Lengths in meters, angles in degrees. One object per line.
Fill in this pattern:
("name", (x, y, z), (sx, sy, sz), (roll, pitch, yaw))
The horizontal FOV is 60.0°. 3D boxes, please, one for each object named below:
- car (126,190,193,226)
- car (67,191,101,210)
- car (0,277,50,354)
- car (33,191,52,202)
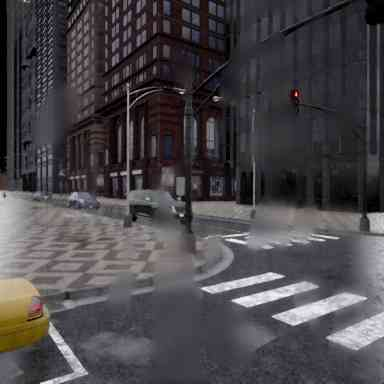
("car", (-2.192, 0.899, 20.837), (2.150, 2.045, 5.566), (0, 1, -36))
("car", (-10.634, 0.764, 32.615), (2.097, 1.767, 4.553), (0, 1, -36))
("car", (-4.223, 1.525, 3.643), (4.829, 1.417, 1.752), (0, 0, -35))
("car", (-21.699, 0.593, 48.207), (2.128, 1.511, 4.902), (0, 1, -36))
